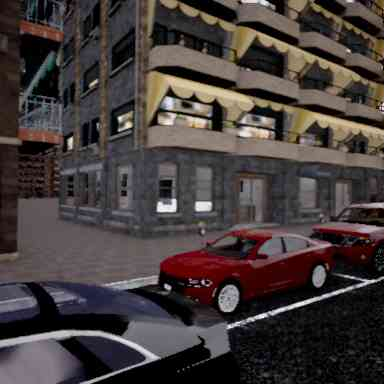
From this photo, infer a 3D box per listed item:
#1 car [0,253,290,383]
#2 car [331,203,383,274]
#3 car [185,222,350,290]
[{"bbox_3d":[-1.860,1.493,2.048,4.902,1.511,2.128,0,0,-36],"label":"car"},{"bbox_3d":[5.905,1.306,10.772,5.009,1.841,2.192,0,1,-36],"label":"car"},{"bbox_3d":[1.375,1.541,7.535,4.507,1.381,1.887,0,1,-36],"label":"car"}]
